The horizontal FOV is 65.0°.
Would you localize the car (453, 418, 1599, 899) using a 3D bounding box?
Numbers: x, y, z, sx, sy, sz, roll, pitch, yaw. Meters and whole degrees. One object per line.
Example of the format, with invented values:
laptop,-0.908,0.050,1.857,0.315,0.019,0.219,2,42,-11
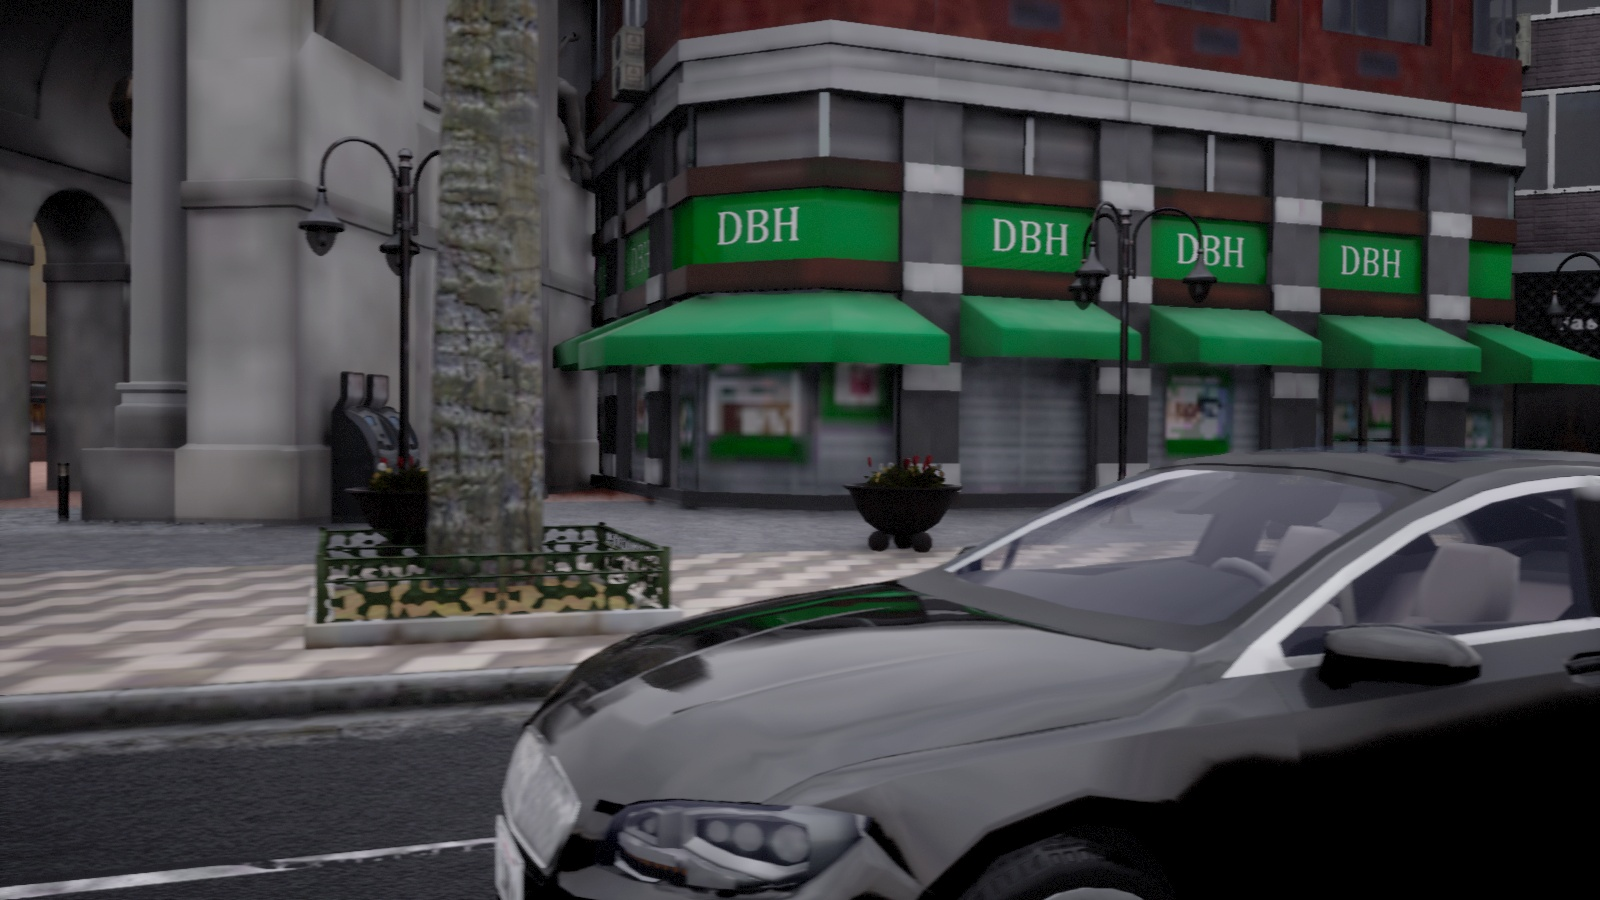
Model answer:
car,1.598,0.670,3.797,4.902,1.511,2.128,-1,1,-21
